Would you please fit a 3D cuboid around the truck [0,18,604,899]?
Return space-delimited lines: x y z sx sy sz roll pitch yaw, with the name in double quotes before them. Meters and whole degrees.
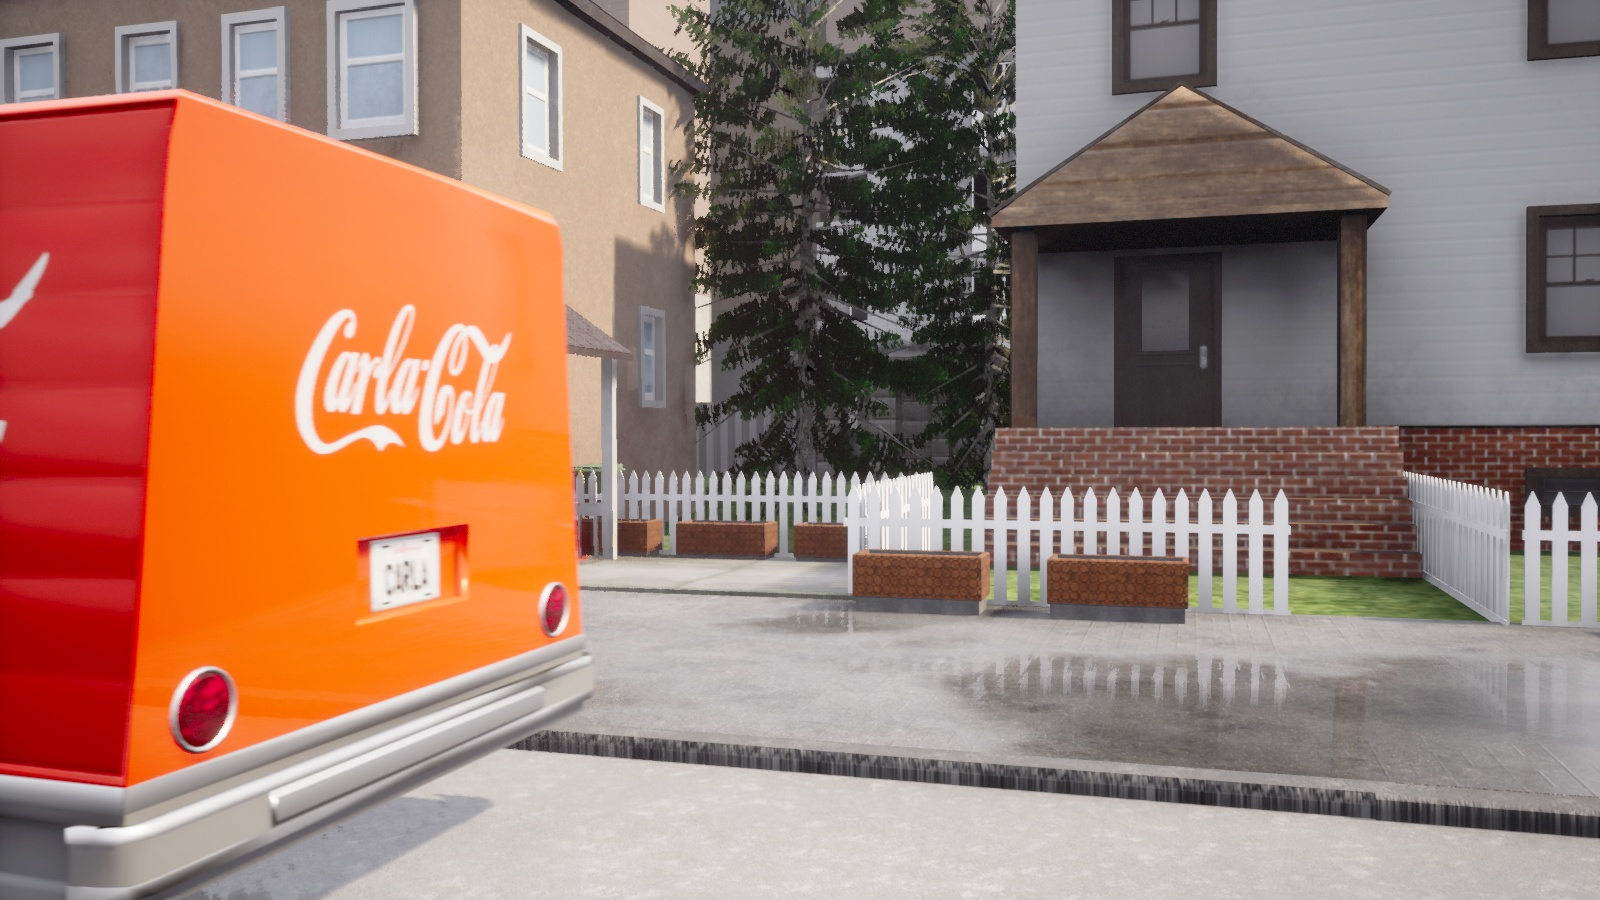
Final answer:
"truck" -3.700 0.249 4.791 5.204 2.467 2.627 1 1 17
